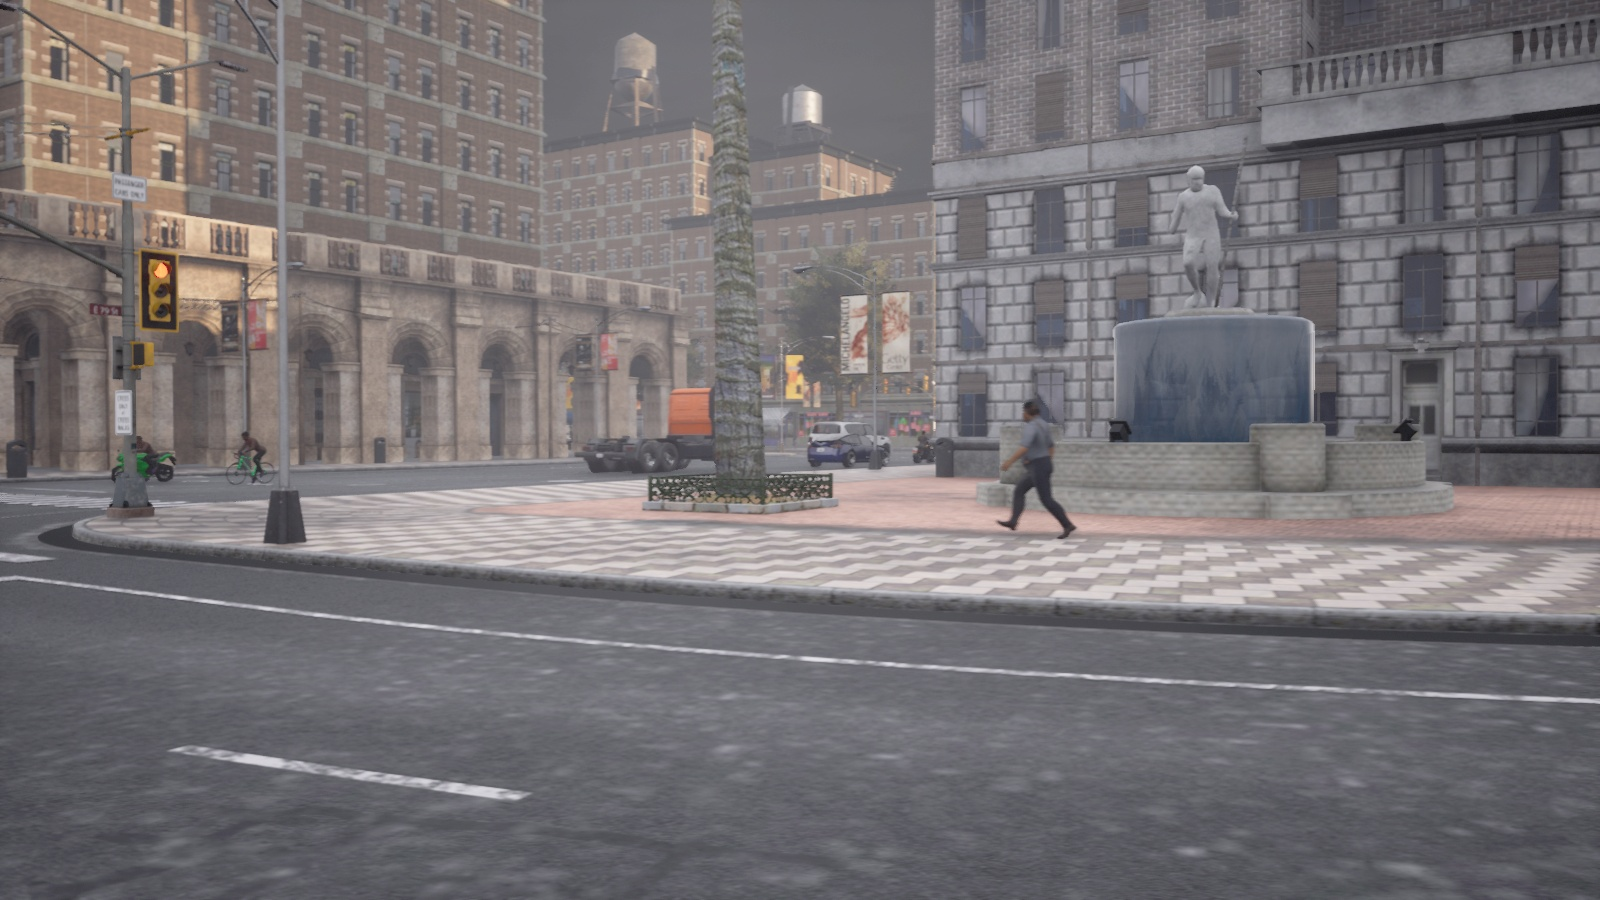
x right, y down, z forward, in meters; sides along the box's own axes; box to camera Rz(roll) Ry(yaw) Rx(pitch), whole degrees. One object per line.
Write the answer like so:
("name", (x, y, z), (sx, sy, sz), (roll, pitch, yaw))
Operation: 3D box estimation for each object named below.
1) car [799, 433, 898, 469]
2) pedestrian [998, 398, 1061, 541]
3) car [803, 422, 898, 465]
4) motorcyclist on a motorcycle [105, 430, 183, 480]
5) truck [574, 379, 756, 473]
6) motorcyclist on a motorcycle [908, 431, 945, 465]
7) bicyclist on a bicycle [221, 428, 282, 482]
("car", (2.191, 0.018, 55.290), (2.163, 1.488, 4.792), (1, 1, 33))
("pedestrian", (3.039, 0.251, 16.605), (0.694, 1.848, 0.540), (1, 1, 25))
("car", (2.571, -0.365, 62.308), (2.150, 2.045, 5.566), (1, 1, 33))
("motorcyclist on a motorcycle", (-20.650, 0.138, 39.565), (0.797, 1.523, 2.044), (1, 1, 33))
("truck", (-5.234, -0.922, 50.360), (2.891, 3.462, 7.936), (1, 1, 33))
("motorcyclist on a motorcycle", (6.199, -0.106, 61.483), (0.766, 1.649, 2.350), (1, 1, 33))
("bicyclist on a bicycle", (-16.985, 0.134, 38.905), (0.582, 1.620, 1.656), (1, 1, 34))
